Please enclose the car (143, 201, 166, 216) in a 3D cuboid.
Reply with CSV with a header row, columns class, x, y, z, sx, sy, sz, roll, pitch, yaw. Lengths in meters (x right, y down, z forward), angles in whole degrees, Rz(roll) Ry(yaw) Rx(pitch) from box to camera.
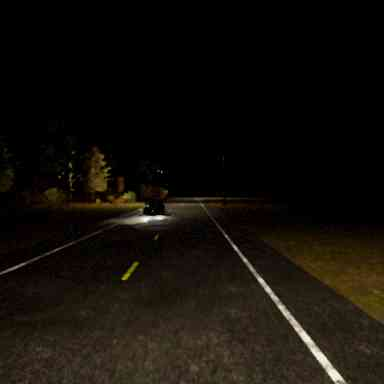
class,x,y,z,sx,sy,sz,roll,pitch,yaw
car,-3.591,1.565,32.469,1.994,1.385,4.181,0,0,0
